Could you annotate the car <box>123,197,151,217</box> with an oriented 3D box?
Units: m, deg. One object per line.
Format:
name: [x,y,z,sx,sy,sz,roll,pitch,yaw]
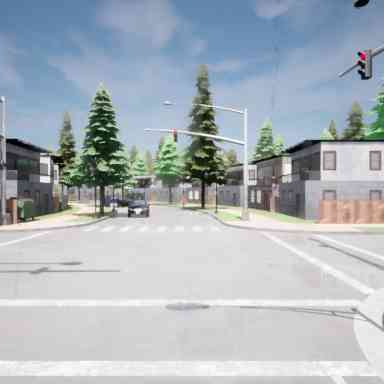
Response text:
car: [-4.844,1.457,30.545,2.128,1.511,4.902,0,0,-7]

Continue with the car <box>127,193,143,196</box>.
car: [-10.401,1.187,58.418,2.150,2.045,5.566,0,0,-36]

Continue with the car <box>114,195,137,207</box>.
car: [-9.849,1.566,49.292,1.895,1.301,4.718,0,0,-24]

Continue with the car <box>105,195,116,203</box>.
car: [-16.518,1.318,66.760,2.097,1.767,4.553,0,0,-45]
